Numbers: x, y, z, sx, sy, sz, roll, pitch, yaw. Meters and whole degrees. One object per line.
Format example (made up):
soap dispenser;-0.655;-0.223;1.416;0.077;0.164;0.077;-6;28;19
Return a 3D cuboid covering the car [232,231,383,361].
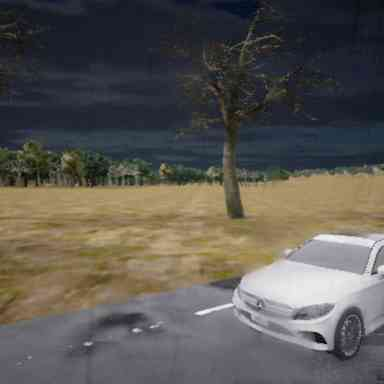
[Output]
car;2.838;1.502;6.028;4.674;1.442;1.812;0;0;-36
